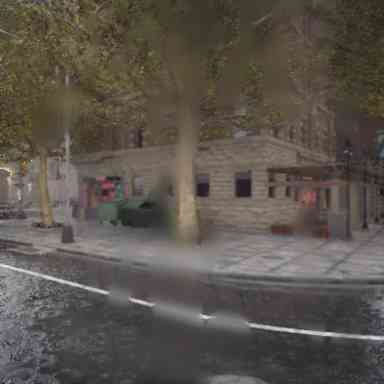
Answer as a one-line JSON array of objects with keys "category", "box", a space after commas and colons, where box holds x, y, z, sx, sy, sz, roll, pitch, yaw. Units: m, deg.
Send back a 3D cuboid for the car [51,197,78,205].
[{"category": "car", "box": [-20.916, 1.529, 55.569, 1.895, 1.301, 4.718, 0, 0, 36]}]
